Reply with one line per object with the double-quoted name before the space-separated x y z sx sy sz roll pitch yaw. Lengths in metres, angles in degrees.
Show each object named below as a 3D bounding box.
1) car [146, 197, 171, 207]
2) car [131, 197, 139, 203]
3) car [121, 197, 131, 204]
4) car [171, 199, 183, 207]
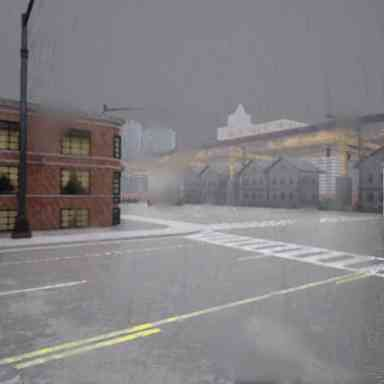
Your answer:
"car" -6.312 1.686 59.110 2.097 1.767 4.553 1 -1 -35
"car" -13.772 1.750 73.388 4.674 1.442 1.812 0 0 37
"car" -16.046 1.719 70.726 4.902 1.511 2.128 0 0 37
"car" -3.515 1.940 61.213 1.994 1.385 4.181 1 0 -35
